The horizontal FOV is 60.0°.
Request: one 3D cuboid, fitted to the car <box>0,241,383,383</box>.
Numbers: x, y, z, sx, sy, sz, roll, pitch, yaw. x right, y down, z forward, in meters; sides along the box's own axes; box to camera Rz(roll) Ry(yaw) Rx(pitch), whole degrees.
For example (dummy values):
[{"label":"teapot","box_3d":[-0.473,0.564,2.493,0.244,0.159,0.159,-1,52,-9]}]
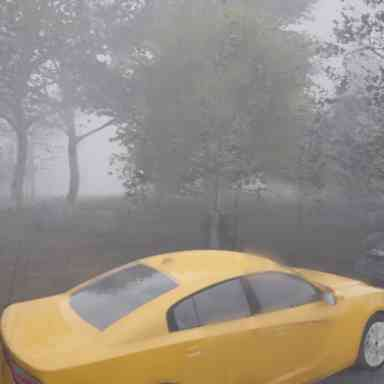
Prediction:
[{"label":"car","box_3d":[0.447,1.481,4.084,5.008,1.535,2.097,0,0,-31]}]
